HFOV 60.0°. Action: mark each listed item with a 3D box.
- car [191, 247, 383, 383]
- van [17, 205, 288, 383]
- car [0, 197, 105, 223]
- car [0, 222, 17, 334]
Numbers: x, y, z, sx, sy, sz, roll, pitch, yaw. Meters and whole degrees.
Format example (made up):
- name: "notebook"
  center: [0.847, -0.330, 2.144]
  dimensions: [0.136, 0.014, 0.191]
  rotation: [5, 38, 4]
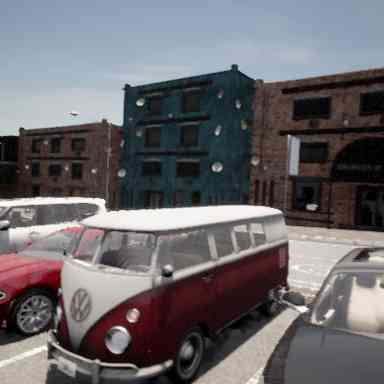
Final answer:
- name: "car"
  center: [2.340, 1.480, 3.735]
  dimensions: [2.231, 1.521, 4.892]
  rotation: [0, 0, 35]
- name: "van"
  center: [-0.013, 1.239, 5.261]
  dimensions: [1.878, 1.987, 4.442]
  rotation: [0, 0, 35]
- name: "car"
  center: [-4.529, 1.185, 8.585]
  dimensions: [2.435, 2.045, 5.566]
  rotation: [0, 0, 35]
- name: "car"
  center: [-2.227, 1.451, 6.987]
  dimensions: [2.097, 1.535, 5.008]
  rotation: [0, 0, 35]
